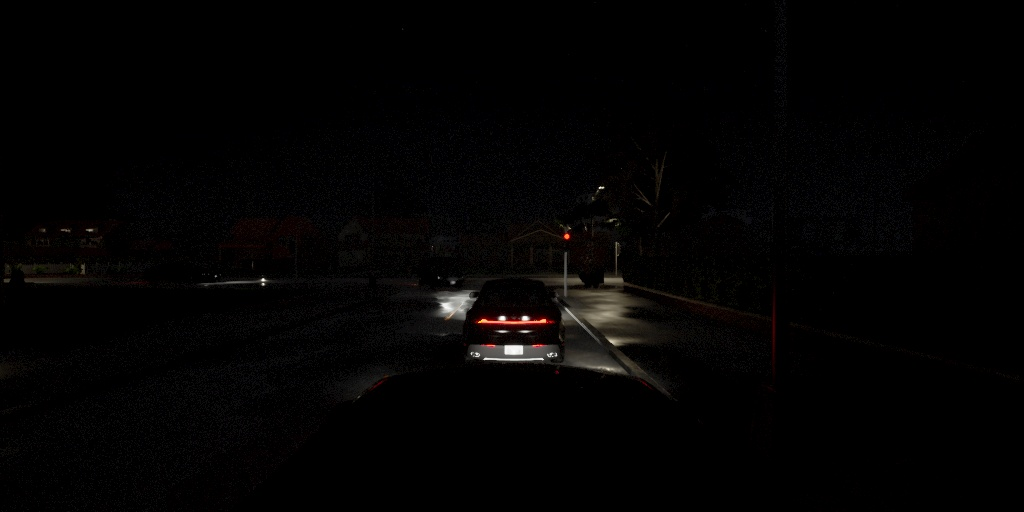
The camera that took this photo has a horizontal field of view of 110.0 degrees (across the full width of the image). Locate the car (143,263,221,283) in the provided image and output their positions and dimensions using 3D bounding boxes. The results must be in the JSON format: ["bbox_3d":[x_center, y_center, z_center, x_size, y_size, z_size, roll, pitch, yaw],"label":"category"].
[{"bbox_3d":[-24.557,1.254,26.778,4.892,1.490,1.837,0,0,0],"label":"car"}]

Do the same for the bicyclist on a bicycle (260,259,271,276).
[{"bbox_3d":[-24.178,1.099,35.177,0.582,1.620,1.656,0,0,0],"label":"bicyclist on a bicycle"}]

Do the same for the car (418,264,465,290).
[{"bbox_3d":[-4.503,1.241,22.442,2.128,1.511,4.902,1,0,-29],"label":"car"}]

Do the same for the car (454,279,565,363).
[{"bbox_3d":[0.051,1.255,8.148,1.837,1.490,4.892,0,0,1],"label":"car"}]
